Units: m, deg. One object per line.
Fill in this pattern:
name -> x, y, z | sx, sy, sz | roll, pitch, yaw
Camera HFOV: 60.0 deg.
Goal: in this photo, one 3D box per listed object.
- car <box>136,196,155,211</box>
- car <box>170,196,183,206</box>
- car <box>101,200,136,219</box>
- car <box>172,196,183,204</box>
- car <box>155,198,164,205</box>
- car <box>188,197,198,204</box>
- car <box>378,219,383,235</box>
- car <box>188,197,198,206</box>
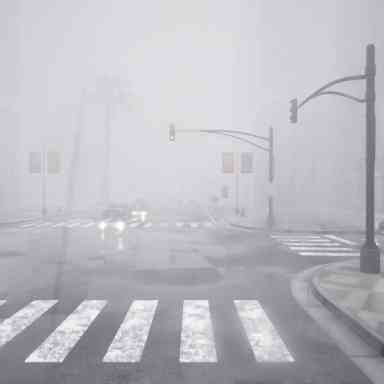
car -> -6.476, 1.571, 42.536 | 2.128, 1.511, 4.902 | 0, 0, 0
car -> -2.986, 1.752, 60.053 | 2.033, 1.411, 5.357 | 0, 0, 0
car -> -6.521, 1.627, 29.170 | 1.895, 1.301, 4.718 | 0, 0, 0
car -> -2.998, 1.656, 70.628 | 2.097, 1.767, 4.553 | 0, -1, 0
car -> -6.363, 1.786, 62.011 | 1.994, 1.385, 4.181 | 0, -1, 1
car -> 0.190, 1.720, 69.823 | 2.033, 1.411, 5.357 | 0, -1, 0
car -> 11.617, 1.419, 16.120 | 4.553, 1.767, 2.097 | 0, 0, 1
car -> 0.213, 1.803, 59.819 | 1.895, 1.301, 4.718 | 0, 0, 1
